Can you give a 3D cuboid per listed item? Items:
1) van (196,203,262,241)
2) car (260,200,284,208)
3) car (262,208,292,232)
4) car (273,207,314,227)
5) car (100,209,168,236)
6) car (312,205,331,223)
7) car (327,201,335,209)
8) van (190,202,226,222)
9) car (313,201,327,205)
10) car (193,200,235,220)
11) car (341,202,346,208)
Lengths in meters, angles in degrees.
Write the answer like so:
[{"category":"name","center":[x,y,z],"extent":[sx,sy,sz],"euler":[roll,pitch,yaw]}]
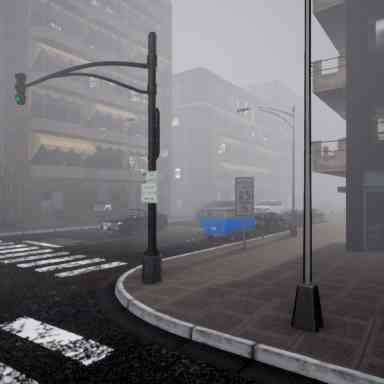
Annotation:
[{"category":"van","center":[2.200,1.704,18.809],"extent":[1.690,1.788,3.998],"euler":[-1,-2,35]},{"category":"car","center":[8.816,1.954,38.276],"extent":[2.150,2.045,5.566],"euler":[0,-1,36]},{"category":"car","center":[5.275,2.035,23.416],"extent":[1.947,1.339,4.313],"euler":[-1,-2,35]},{"category":"car","center":[8.485,2.158,27.929],"extent":[1.802,1.307,4.206],"euler":[-1,-2,35]},{"category":"car","center":[-3.520,1.815,20.963],"extent":[2.128,1.511,4.902],"euler":[0,-1,35]},{"category":"car","center":[11.697,2.233,32.443],"extent":[2.008,1.369,4.403],"euler":[-1,-2,35]},{"category":"car","center":[27.342,2.729,68.840],"extent":[2.192,1.841,5.009],"euler":[-1,-2,35]},{"category":"van","center":[1.653,1.903,32.731],"extent":[1.690,1.788,3.998],"euler":[-1,-2,35]},{"category":"car","center":[24.131,2.890,64.320],"extent":[1.802,1.307,4.206],"euler":[-1,-2,35]},{"category":"car","center":[2.619,1.749,29.574],"extent":[2.150,2.045,5.566],"euler":[0,-1,37]},{"category":"car","center":[40.091,3.376,86.754],"extent":[1.752,1.417,4.829],"euler":[-1,-2,35]}]
